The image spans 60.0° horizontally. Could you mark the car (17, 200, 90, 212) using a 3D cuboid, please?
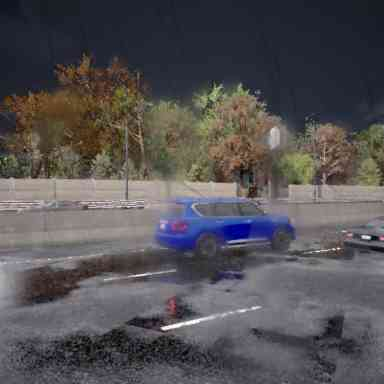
[{"bbox_3d":[-10.886,1.492,25.837,4.902,1.511,2.128,0,0,-30],"label":"car"}]

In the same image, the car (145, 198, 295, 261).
[{"bbox_3d":[1.330,1.223,12.468,5.566,2.045,2.150,0,0,-30],"label":"car"}]

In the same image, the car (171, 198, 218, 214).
[{"bbox_3d":[0.342,1.502,36.419,4.892,1.490,1.837,-1,0,-30],"label":"car"}]

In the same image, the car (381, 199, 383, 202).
[{"bbox_3d":[31.538,1.508,50.493,4.902,1.511,2.128,0,0,-30],"label":"car"}]

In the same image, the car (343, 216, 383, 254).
[{"bbox_3d":[7.915,1.547,12.256,5.357,1.411,2.033,0,0,-30],"label":"car"}]

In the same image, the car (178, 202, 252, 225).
[{"bbox_3d":[1.813,1.547,25.121,5.357,1.411,2.033,0,0,-30],"label":"car"}]

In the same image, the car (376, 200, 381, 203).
[{"bbox_3d":[32.961,1.571,55.326,5.357,1.411,2.033,0,0,-30],"label":"car"}]

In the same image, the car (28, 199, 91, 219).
[{"bbox_3d":[-11.668,1.478,29.431,5.008,1.535,1.882,0,0,-30],"label":"car"}]

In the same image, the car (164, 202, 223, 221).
[{"bbox_3d":[0.183,1.600,28.231,4.718,1.301,1.895,0,0,-30],"label":"car"}]

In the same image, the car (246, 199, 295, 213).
[{"bbox_3d":[8.837,1.548,37.311,5.357,1.411,2.033,0,0,-30],"label":"car"}]
